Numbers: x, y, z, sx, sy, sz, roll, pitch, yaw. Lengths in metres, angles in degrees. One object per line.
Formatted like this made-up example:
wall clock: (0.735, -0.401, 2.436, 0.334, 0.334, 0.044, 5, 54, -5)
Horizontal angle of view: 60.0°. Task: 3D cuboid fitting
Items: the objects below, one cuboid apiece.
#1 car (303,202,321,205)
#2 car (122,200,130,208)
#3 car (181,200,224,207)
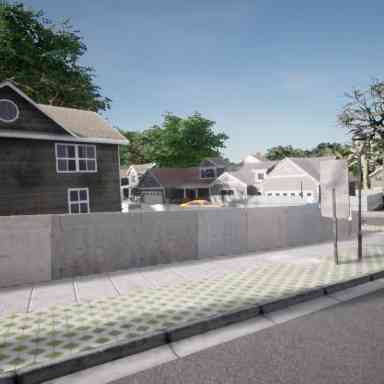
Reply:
car: (10.224, 1.608, 26.608, 5.008, 1.535, 1.882, 0, 3, 37)
car: (-10.312, 1.561, 45.002, 1.882, 1.535, 5.008, -4, 3, -42)
car: (1.067, 1.602, 33.924, 5.008, 1.535, 1.882, 0, 3, 41)
